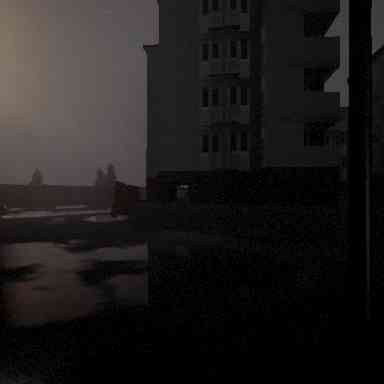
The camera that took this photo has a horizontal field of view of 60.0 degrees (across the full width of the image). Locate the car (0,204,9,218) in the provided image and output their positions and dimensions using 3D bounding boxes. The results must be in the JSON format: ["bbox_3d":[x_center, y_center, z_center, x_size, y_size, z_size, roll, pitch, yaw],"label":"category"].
[{"bbox_3d":[-17.710,1.284,27.450,2.097,1.767,4.553,0,0,35],"label":"car"}]
